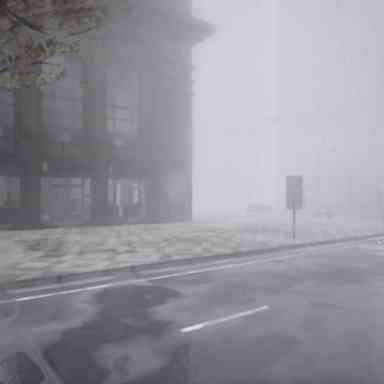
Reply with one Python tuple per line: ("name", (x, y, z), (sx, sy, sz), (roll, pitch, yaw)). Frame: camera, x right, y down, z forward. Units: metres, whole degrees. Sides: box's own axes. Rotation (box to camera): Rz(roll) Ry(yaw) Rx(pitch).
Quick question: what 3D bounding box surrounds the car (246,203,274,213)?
("car", (9.752, 2.348, 48.059), (1.994, 1.385, 4.181), (0, -1, -35))
